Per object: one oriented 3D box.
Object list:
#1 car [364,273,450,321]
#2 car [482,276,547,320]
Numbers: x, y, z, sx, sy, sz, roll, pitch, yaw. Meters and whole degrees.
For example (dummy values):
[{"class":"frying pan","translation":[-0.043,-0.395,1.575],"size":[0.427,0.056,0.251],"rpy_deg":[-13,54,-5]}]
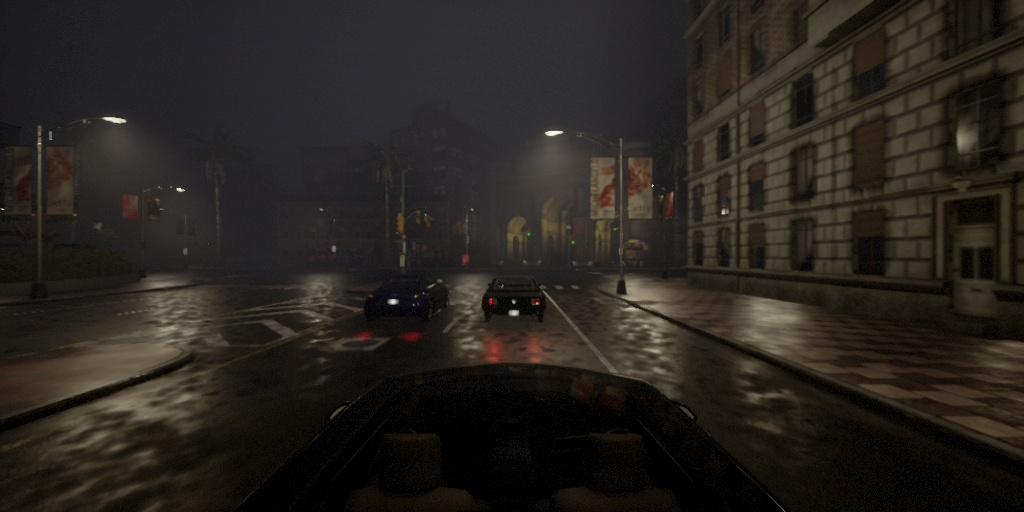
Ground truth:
[{"class":"car","translation":[-3.430,1.286,12.385],"size":[1.994,1.385,4.181],"rpy_deg":[0,0,0]},{"class":"car","translation":[0.071,1.323,12.403],"size":[1.895,1.301,4.718],"rpy_deg":[0,0,0]}]
